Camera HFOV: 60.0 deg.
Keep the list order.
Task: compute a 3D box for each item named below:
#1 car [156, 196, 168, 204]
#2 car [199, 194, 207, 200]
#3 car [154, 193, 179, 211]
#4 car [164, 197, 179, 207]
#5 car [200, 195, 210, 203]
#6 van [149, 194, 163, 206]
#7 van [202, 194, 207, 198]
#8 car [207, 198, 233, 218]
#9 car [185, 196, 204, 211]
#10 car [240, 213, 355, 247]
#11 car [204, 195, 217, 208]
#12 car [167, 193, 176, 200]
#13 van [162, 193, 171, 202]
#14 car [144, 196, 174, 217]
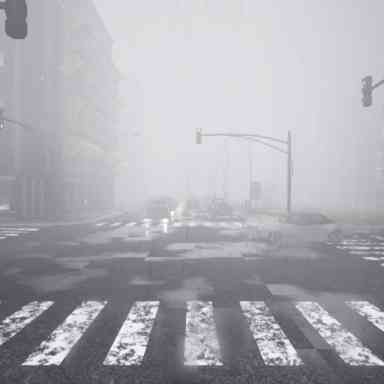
[{"bbox_3d":[-5.669,1.470,63.833,1.887,1.381,4.507,-1,0,0],"label":"car"},{"bbox_3d":[2.725,1.313,86.445,1.967,1.590,4.097,-1,0,0],"label":"car"},{"bbox_3d":[-3.070,1.315,40.532,2.097,1.767,4.553,0,0,0],"label":"car"},{"bbox_3d":[-3.053,1.513,50.497,1.994,1.385,4.181,0,0,0],"label":"car"},{"bbox_3d":[2.686,1.353,69.507,1.967,1.590,4.097,-1,0,0],"label":"car"},{"bbox_3d":[-5.678,1.287,52.541,1.690,1.788,3.998,-1,0,0],"label":"van"},{"bbox_3d":[2.667,1.295,46.924,1.690,1.788,3.998,-1,0,0],"label":"van"},{"bbox_3d":[2.662,1.522,29.987,1.887,1.381,4.507,-1,0,0],"label":"car"},{"bbox_3d":[0.128,1.510,41.064,2.033,1.411,5.357,0,0,0],"label":"car"},{"bbox_3d":[4.585,1.598,14.682,4.718,1.301,1.895,0,0,-15],"label":"car"},{"bbox_3d":[2.663,1.410,35.632,1.967,1.590,4.097,-1,0,0],"label":"car"},{"bbox_3d":[-5.658,1.173,92.065,2.192,1.841,5.009,-1,0,0],"label":"car"},{"bbox_3d":[-5.666,1.242,75.126,1.690,1.788,3.998,-1,0,0],"label":"van"},{"bbox_3d":[-3.079,1.453,31.217,1.882,1.535,5.008,0,0,0],"label":"car"}]
